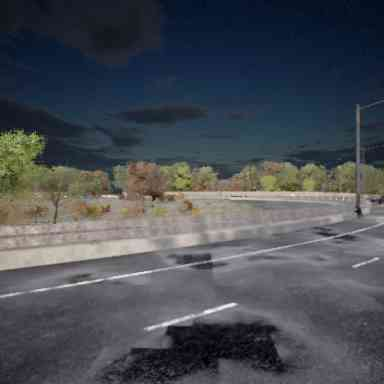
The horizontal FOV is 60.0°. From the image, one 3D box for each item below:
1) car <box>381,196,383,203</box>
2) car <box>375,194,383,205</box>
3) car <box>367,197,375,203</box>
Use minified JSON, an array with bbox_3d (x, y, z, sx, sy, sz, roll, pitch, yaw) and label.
[{"bbox_3d":[41.623,1.542,69.315,2.033,1.411,5.357,0,0,10],"label":"car"},{"bbox_3d":[35.602,1.365,60.185,2.150,2.045,5.566,0,0,15],"label":"car"},{"bbox_3d":[38.041,1.592,69.279,1.895,1.301,4.718,0,0,10],"label":"car"}]
